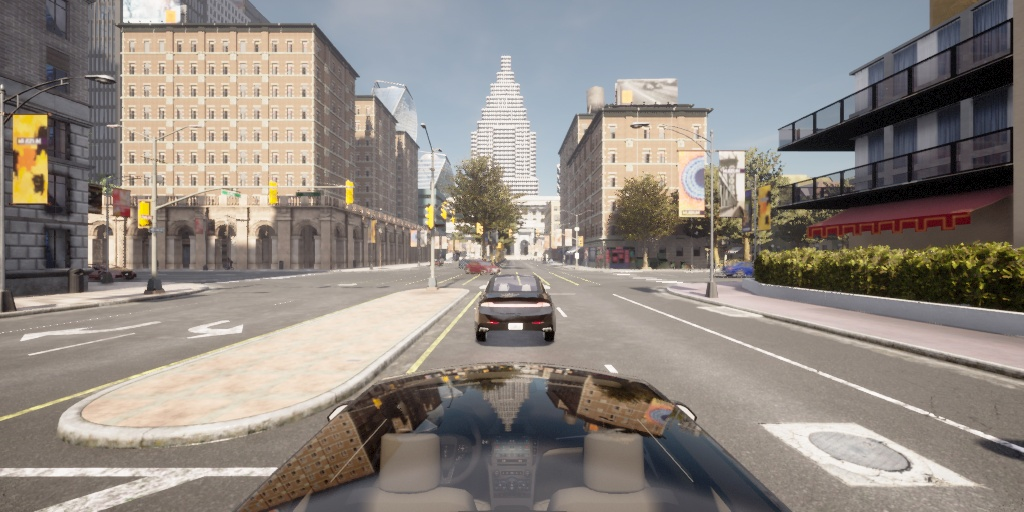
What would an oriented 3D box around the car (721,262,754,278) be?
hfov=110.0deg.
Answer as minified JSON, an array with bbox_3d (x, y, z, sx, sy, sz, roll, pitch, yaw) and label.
[{"bbox_3d":[21.785,1.275,33.032,4.674,1.442,1.812,0,0,0],"label":"car"}]

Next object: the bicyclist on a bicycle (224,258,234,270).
[{"bbox_3d":[-37.237,1.050,47.246,0.582,1.620,1.656,0,0,0],"label":"bicyclist on a bicycle"}]

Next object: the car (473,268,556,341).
[{"bbox_3d":[0.083,1.242,9.836,2.128,1.511,4.902,0,0,0],"label":"car"}]

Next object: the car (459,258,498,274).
[{"bbox_3d":[-3.317,1.275,38.734,1.812,1.442,4.674,-1,1,-44],"label":"car"}]

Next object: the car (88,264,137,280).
[{"bbox_3d":[-33.463,1.314,29.294,4.181,1.385,1.994,0,0,0],"label":"car"}]
